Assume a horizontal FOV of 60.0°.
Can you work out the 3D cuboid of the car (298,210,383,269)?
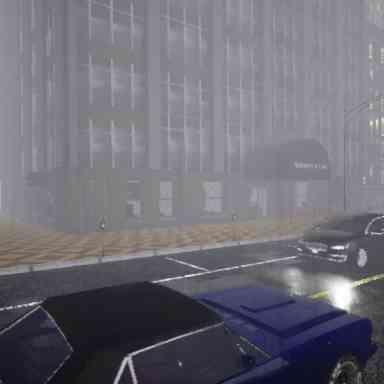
[{"bbox_3d":[5.606,1.503,11.243,4.892,1.490,1.837,0,0,-35],"label":"car"}]

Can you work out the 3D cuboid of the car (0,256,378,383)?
[{"bbox_3d":[-0.256,1.600,3.128,4.718,1.301,1.895,0,0,-35],"label":"car"}]
